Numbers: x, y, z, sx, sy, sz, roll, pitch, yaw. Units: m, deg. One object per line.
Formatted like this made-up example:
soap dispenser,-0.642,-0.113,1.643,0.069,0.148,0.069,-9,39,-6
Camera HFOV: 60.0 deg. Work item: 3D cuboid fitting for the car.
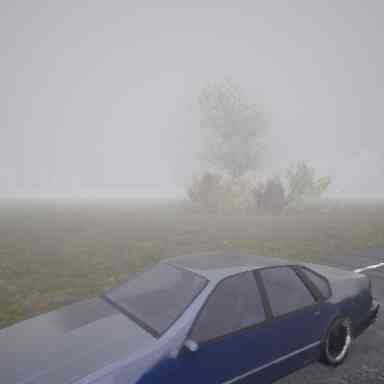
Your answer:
car,0.273,1.537,4.185,5.357,1.411,2.033,0,0,-36
